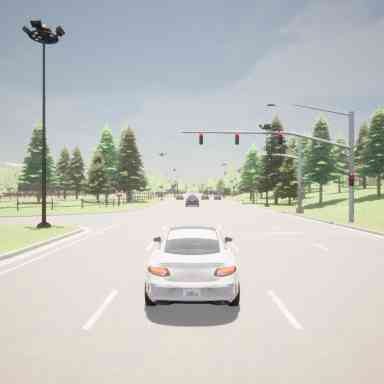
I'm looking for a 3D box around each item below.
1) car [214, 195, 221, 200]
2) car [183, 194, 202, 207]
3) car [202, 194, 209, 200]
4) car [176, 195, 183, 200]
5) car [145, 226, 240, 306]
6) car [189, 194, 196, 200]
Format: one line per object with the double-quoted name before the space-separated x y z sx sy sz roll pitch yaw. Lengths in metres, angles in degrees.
"car" 7.125 1.525 93.224 2.128 1.511 4.902 0 0 0
"car" 0.070 1.352 51.757 2.097 1.767 4.553 0 0 0
"car" 3.625 1.355 93.199 2.097 1.767 4.553 0 0 0
"car" -3.375 1.552 93.205 1.994 1.385 4.181 0 0 0
"car" 0.017 1.526 7.884 1.812 1.442 4.674 0 0 0
"car" 0.125 1.355 93.204 2.097 1.767 4.553 0 0 0
